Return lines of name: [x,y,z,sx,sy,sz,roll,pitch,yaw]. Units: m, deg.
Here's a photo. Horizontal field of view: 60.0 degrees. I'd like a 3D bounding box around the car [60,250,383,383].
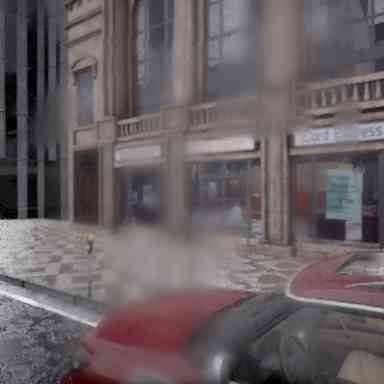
car: [1.336,1.315,2.012,5.009,1.841,2.192,0,0,36]
